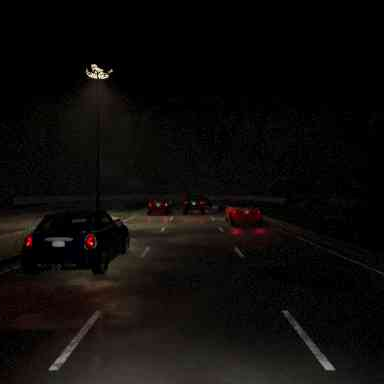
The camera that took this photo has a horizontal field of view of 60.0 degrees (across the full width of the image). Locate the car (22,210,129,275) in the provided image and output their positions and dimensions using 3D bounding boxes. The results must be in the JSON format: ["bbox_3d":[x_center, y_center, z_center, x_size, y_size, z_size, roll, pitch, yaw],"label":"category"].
[{"bbox_3d":[-3.399,1.351,10.600,2.097,1.767,4.553,0,0,0],"label":"car"}]

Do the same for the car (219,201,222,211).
[{"bbox_3d":[4.241,1.564,40.148,1.994,1.385,4.181,0,0,6],"label":"car"}]

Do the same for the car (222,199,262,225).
[{"bbox_3d":[3.603,1.352,23.907,2.097,1.767,4.553,0,0,0],"label":"car"}]

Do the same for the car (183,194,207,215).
[{"bbox_3d":[0.277,1.221,34.732,2.150,2.045,5.566,0,0,2],"label":"car"}]

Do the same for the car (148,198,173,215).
[{"bbox_3d":[-3.223,1.353,34.714,2.097,1.767,4.553,0,0,2],"label":"car"}]

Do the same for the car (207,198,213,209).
[{"bbox_3d":[1.608,1.491,44.512,2.128,1.511,4.902,0,0,12],"label":"car"}]
